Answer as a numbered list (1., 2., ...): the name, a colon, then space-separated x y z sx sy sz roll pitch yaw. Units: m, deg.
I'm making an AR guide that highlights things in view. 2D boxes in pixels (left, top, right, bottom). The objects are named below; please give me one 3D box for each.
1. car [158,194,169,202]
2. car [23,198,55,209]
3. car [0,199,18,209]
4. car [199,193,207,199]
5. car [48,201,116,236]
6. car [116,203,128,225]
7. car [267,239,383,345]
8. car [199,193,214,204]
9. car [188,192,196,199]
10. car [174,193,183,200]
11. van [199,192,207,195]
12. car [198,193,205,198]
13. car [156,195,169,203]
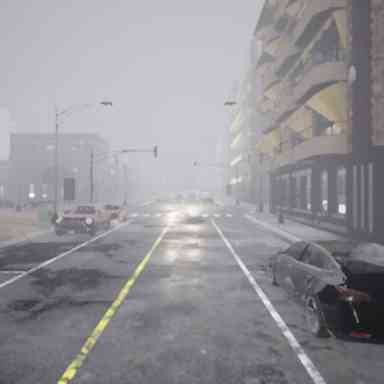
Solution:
1. car: -5.678 1.187 66.886 1.887 1.381 4.507 1 0 0
2. car: -19.717 1.480 43.556 4.403 1.369 2.008 0 0 1
3. car: -25.199 1.521 43.632 4.313 1.339 1.947 0 0 1
4. car: 2.703 1.062 83.833 1.752 1.417 4.829 1 0 0
5. car: -5.645 1.355 17.596 1.967 1.590 4.097 1 0 0
6. car: -5.646 1.432 23.242 1.887 1.381 4.507 1 0 0
7. car: 2.701 1.536 6.337 1.947 1.339 4.313 1 0 0
8. car: 2.702 1.259 55.761 2.008 1.369 4.403 1 0 0
9. car: 0.001 0.873 85.630 2.097 1.767 4.553 0 0 0
10. car: -3.000 1.069 75.162 1.882 1.535 5.008 0 0 0
11. van: 2.705 1.016 61.339 1.690 1.788 3.998 1 0 0
12. car: 2.703 1.031 94.825 1.947 1.339 4.313 1 0 0
13. car: -5.679 1.257 61.305 1.802 1.307 4.206 1 0 0
